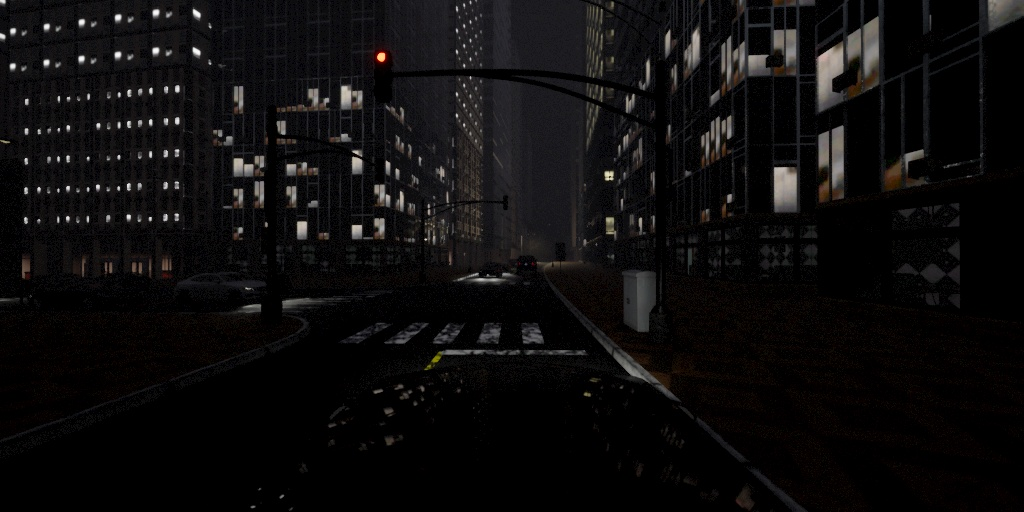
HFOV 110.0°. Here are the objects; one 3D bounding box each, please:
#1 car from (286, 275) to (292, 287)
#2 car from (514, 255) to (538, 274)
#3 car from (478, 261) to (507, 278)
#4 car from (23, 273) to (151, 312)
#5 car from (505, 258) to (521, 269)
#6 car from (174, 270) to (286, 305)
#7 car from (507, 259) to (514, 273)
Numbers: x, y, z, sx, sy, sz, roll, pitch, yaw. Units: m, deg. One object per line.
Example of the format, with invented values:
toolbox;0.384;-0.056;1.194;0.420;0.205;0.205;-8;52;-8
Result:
car;-16.819;1.610;23.605;4.403;1.370;2.007;0;0;9
car;1.727;0.946;40.570;2.150;2.045;5.566;0;0;5
car;-1.946;1.281;34.256;2.033;1.411;5.357;0;0;4
car;-18.130;1.567;15.327;4.403;1.370;2.007;0;0;9
car;0.212;1.176;57.769;1.882;1.535;5.008;0;1;7
car;-13.707;1.483;17.170;4.674;1.442;1.812;-1;-1;11
car;-1.162;1.322;44.264;1.895;1.301;4.718;0;0;5
